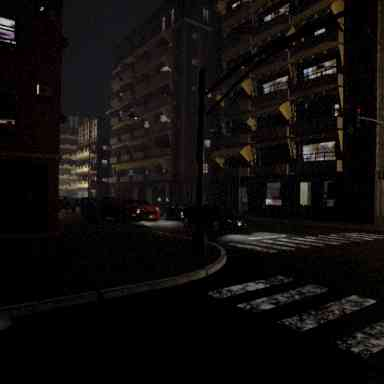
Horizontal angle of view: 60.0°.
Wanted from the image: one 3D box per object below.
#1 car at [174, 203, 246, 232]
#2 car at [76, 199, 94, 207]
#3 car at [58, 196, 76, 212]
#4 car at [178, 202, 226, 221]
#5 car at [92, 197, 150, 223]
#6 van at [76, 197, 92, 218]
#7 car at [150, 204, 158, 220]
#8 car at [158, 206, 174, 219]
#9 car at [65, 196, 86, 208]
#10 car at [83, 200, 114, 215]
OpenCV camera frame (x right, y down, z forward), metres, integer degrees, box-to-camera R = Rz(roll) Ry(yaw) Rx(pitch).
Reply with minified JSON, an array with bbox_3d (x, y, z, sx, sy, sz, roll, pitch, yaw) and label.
[{"bbox_3d":[1.190,1.527,20.251,1.837,1.490,4.892,1,-1,-36],"label":"car"},{"bbox_3d":[-18.449,1.866,57.293,1.802,1.307,4.206,1,-1,-35],"label":"car"},{"bbox_3d":[-15.210,1.368,39.091,2.192,1.841,5.009,1,-1,-35],"label":"car"},{"bbox_3d":[0.784,1.686,30.130,1.752,1.417,4.829,1,-1,-35],"label":"car"},{"bbox_3d":[-5.544,1.310,25.439,2.192,1.841,5.009,1,-1,-35],"label":"car"},{"bbox_3d":[-8.766,1.354,29.989,1.690,1.788,3.998,1,-1,-35],"label":"van"},{"bbox_3d":[-4.541,1.404,28.296,2.097,1.767,4.553,1,-1,-35],"label":"car"},{"bbox_3d":[-0.701,1.670,27.965,1.994,1.385,4.181,1,-1,-35],"label":"car"},{"bbox_3d":[-18.762,1.573,53.484,2.097,1.767,4.553,1,-1,-35],"label":"car"},{"bbox_3d":[-10.251,1.650,36.360,1.994,1.385,4.181,1,-1,-35],"label":"car"}]
